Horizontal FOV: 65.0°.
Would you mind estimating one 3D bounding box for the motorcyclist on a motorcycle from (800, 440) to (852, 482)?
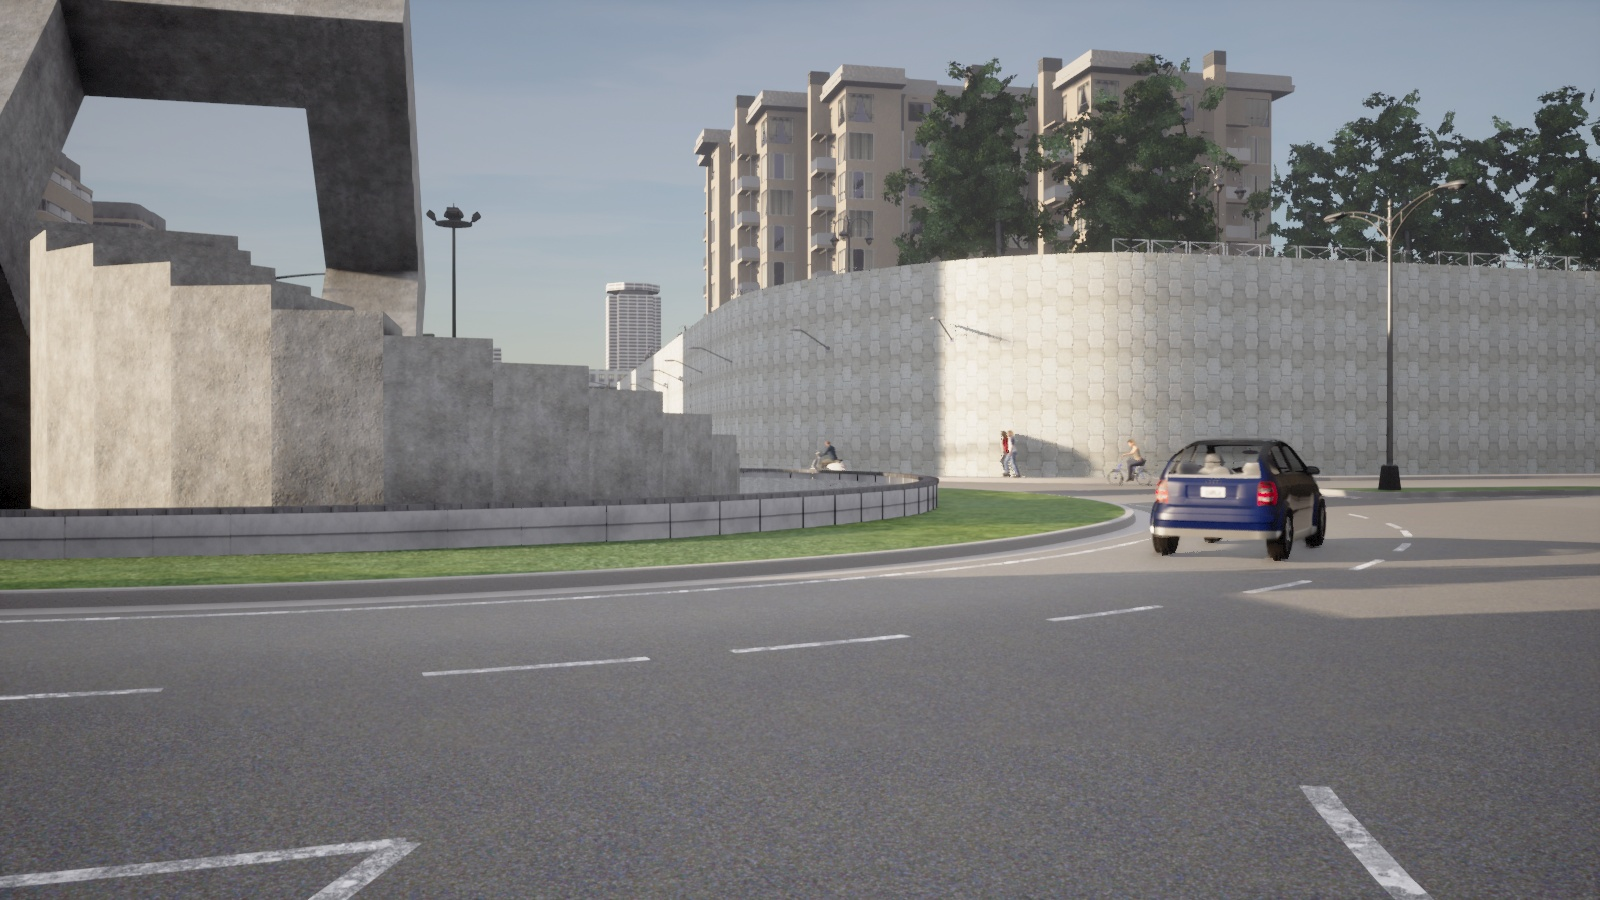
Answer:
[{"bbox_3d":[1.013,0.424,48.485,1.817,1.590,0.866,0,1,31],"label":"motorcyclist on a motorcycle"}]

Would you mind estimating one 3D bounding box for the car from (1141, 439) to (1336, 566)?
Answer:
[{"bbox_3d":[6.151,0.631,17.371,1.789,1.549,3.705,0,0,32],"label":"car"}]

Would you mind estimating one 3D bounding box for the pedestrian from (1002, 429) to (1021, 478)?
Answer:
[{"bbox_3d":[8.037,0.136,47.658,0.706,1.836,0.354,0,0,11],"label":"pedestrian"}]

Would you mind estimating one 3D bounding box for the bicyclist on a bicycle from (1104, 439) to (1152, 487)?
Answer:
[{"bbox_3d":[11.247,0.446,43.109,1.509,1.612,0.866,0,-1,8],"label":"bicyclist on a bicycle"}]

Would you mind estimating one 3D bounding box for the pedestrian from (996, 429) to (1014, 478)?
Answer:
[{"bbox_3d":[7.883,0.133,48.260,0.636,1.846,0.331,0,0,16],"label":"pedestrian"}]
